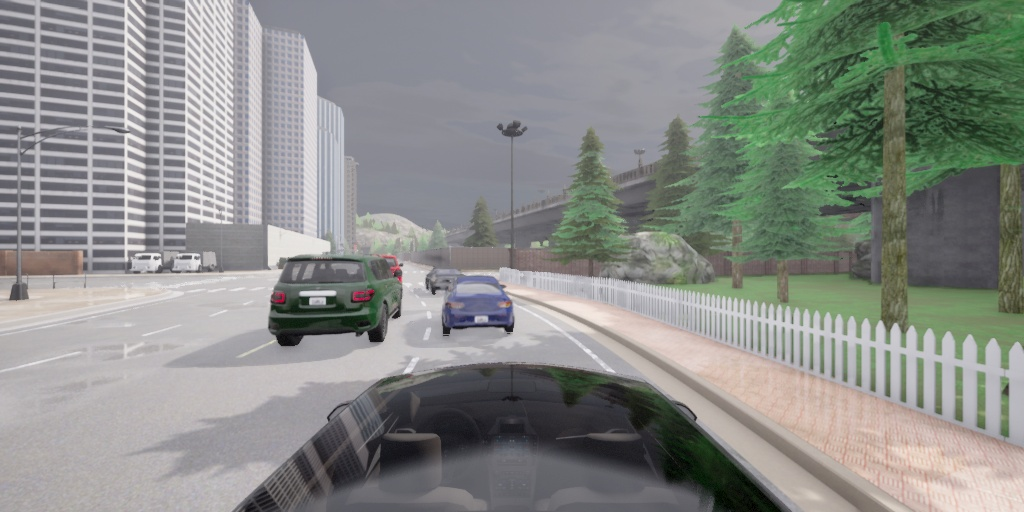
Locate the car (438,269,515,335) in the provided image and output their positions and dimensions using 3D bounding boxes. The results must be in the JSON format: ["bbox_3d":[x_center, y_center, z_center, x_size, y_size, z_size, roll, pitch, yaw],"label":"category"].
[{"bbox_3d":[-1.084,1.280,10.481,1.812,1.442,4.674,0,0,-9],"label":"car"}]

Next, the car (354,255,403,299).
[{"bbox_3d":[-7.165,0.980,19.566,2.150,2.045,5.566,0,0,-18],"label":"car"}]

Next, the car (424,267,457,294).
[{"bbox_3d":[-3.860,1.307,20.427,2.033,1.411,5.357,0,0,-18],"label":"car"}]

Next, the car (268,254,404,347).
[{"bbox_3d":[-4.289,0.975,9.616,2.150,2.045,5.566,0,0,-11],"label":"car"}]
